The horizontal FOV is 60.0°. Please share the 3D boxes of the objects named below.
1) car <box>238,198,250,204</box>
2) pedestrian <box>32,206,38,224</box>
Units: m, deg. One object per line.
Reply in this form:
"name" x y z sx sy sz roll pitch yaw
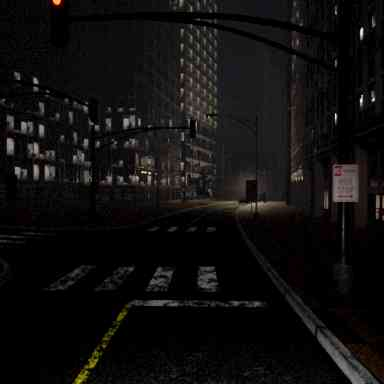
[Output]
"car" 10.896 1.865 68.989 1.895 1.301 4.718 0 0 18
"pedestrian" -9.376 1.345 19.873 0.500 1.100 0.500 0 0 17
